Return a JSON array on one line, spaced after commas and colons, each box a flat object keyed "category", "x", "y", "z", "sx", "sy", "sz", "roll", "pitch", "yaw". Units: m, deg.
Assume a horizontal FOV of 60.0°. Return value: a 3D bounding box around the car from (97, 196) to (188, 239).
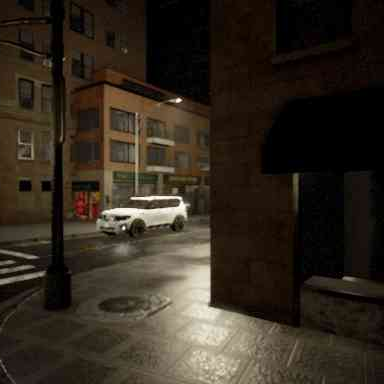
[{"category": "car", "x": -2.486, "y": 1.251, "z": 18.184, "sx": 2.150, "sy": 2.045, "sz": 5.566, "roll": 0, "pitch": 0, "yaw": 35}]
